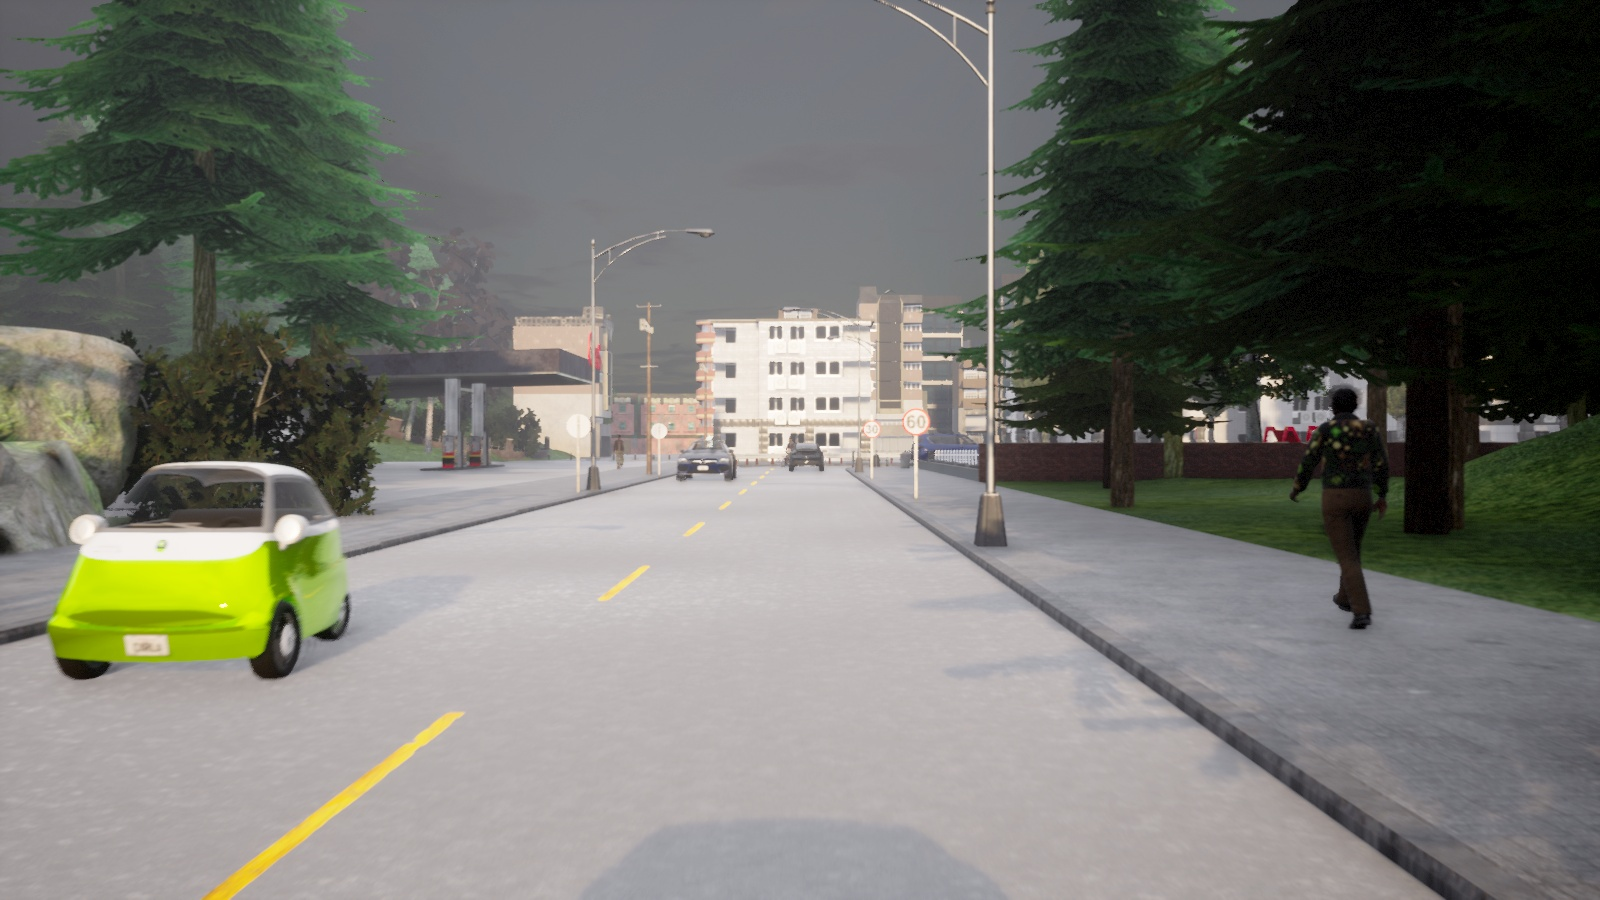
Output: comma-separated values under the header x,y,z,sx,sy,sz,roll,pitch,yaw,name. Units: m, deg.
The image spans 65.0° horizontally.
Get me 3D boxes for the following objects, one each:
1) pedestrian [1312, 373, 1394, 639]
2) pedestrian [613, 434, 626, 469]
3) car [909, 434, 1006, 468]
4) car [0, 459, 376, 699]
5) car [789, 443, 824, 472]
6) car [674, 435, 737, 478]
x,y,z,sx,sy,sz,roll,pitch,yaw,name
4.169,0.406,9.489,0.395,1.930,0.692,0,0,8,pedestrian
-9.588,0.073,66.692,0.431,1.840,0.703,0,0,18,pedestrian
9.637,0.039,77.102,5.566,2.045,2.150,0,0,-7,car
-3.937,0.750,8.346,1.481,1.376,2.207,0,0,0,car
0.366,0.370,67.660,1.837,1.490,4.892,0,0,1,car
-3.729,0.238,50.494,2.152,1.651,5.027,0,0,0,car
